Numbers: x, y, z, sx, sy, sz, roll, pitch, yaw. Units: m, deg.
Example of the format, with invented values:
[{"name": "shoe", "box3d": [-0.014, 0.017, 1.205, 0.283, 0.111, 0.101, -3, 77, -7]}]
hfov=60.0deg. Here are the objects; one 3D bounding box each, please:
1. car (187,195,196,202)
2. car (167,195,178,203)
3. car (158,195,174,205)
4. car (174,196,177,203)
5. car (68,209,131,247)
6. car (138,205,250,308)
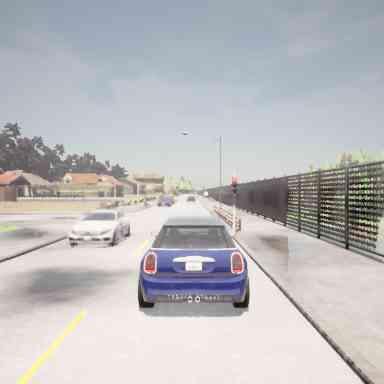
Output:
[{"name": "car", "box3d": [-0.143, 1.524, 76.278, 1.812, 1.442, 4.674, 0, 0, 0]}, {"name": "car", "box3d": [-4.133, 1.478, 70.964, 1.882, 1.535, 5.008, 0, 0, 0]}, {"name": "car", "box3d": [-4.182, 1.526, 50.933, 1.812, 1.442, 4.674, 0, 0, 0]}, {"name": "car", "box3d": [-4.183, 1.547, 60.701, 2.033, 1.411, 5.357, 0, 0, 0]}, {"name": "car", "box3d": [-4.004, 1.526, 15.200, 1.812, 1.442, 4.674, 0, 0, 1]}, {"name": "car", "box3d": [0.038, 1.352, 8.078, 2.097, 1.767, 4.553, 0, 0, 0]}]
